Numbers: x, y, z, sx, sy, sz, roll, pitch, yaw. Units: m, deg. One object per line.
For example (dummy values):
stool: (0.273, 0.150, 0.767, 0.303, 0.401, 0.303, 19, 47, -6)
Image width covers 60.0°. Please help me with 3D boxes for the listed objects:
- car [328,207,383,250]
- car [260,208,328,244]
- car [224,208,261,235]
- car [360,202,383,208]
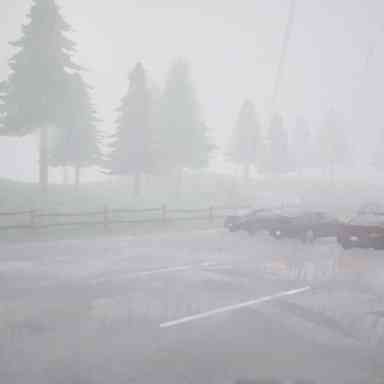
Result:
car: (8.120, 1.613, 13.960, 5.008, 1.535, 1.882, 0, 0, -35)
car: (5.952, 1.642, 16.716, 4.892, 1.490, 1.837, 0, 0, -35)
car: (3.976, 1.661, 19.605, 4.674, 1.442, 1.812, 0, 0, -35)
car: (15.936, 1.621, 28.149, 4.553, 1.767, 2.097, 1, -1, -35)
